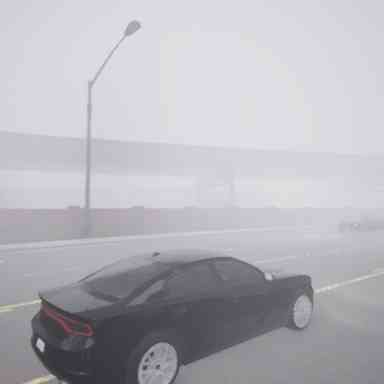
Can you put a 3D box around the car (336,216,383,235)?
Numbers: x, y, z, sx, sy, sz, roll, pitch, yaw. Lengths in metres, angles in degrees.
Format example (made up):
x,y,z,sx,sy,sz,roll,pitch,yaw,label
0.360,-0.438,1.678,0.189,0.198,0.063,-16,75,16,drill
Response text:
x,y,z,sx,sy,sz,roll,pitch,yaw,label
13.223,2.491,25.328,4.718,1.301,1.895,1,-3,-28,car

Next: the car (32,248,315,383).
x,y,z,sx,sy,sz,roll,pitch,yaw,label
0.117,1.683,5.532,5.008,1.535,1.882,1,-3,-40,car
